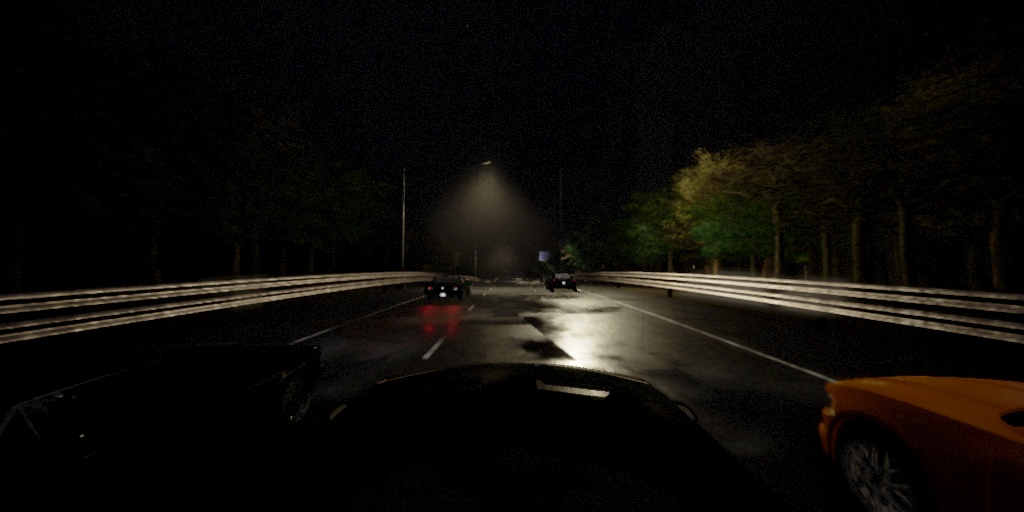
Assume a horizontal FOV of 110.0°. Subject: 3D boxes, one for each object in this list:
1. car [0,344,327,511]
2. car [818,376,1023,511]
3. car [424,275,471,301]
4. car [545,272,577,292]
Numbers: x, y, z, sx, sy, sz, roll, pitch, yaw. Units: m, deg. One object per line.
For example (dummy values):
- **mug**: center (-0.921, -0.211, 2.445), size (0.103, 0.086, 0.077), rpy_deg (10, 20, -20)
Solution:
- **car**: center (-3.401, 1.360, 2.643), size (1.895, 1.301, 4.718), rpy_deg (0, -1, 0)
- **car**: center (3.599, 1.224, 1.039), size (1.882, 1.535, 5.008), rpy_deg (0, 0, 0)
- **car**: center (-3.401, 1.709, 19.923), size (1.895, 1.301, 4.718), rpy_deg (0, -2, 0)
- **car**: center (3.598, 1.917, 26.853), size (1.994, 1.385, 4.181), rpy_deg (0, -2, 0)
